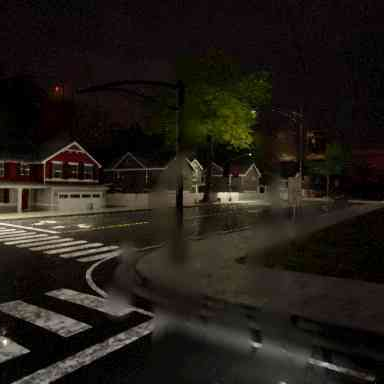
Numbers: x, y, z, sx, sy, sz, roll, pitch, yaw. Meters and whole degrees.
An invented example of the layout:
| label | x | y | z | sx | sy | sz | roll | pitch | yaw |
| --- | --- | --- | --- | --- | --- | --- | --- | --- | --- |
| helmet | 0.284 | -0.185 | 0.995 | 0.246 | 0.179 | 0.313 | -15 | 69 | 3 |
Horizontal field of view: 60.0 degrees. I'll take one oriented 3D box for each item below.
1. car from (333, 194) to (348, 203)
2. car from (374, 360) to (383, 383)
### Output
| label | x | y | z | sx | sy | sz | roll | pitch | yaw |
| --- | --- | --- | --- | --- | --- | --- | --- | --- | --- |
| car | 28.056 | 1.207 | 62.697 | 2.128 | 1.511 | 4.902 | 1 | 0 | 36 |
| car | 3.380 | 1.506 | 1.268 | 4.892 | 1.490 | 1.837 | 0 | 0 | 36 |
